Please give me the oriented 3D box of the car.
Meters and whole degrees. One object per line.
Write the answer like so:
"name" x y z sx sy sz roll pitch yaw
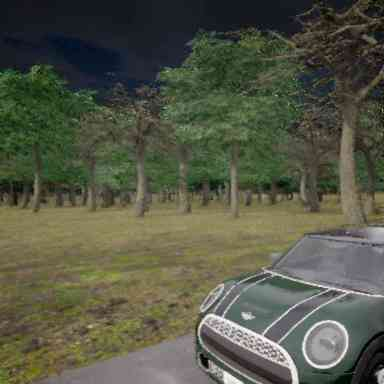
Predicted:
"car" 2.249 1.336 4.676 4.553 1.767 2.097 0 0 -36
